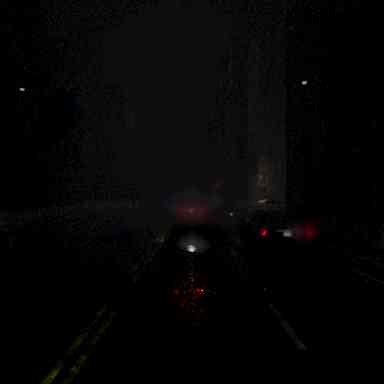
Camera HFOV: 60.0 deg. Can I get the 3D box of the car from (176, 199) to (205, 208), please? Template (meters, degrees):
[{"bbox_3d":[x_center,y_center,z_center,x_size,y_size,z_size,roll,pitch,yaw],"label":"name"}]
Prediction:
[{"bbox_3d":[0.007,1.632,28.418,2.097,1.767,4.553,0,-1,0],"label":"car"}]

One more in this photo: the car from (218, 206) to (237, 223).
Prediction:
[{"bbox_3d":[3.258,1.847,28.566,1.994,1.385,4.181,0,0,1],"label":"car"}]

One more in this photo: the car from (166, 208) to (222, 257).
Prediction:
[{"bbox_3d":[0.015,1.642,13.492,1.837,1.490,4.892,0,0,0],"label":"car"}]

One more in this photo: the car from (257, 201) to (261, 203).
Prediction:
[{"bbox_3d":[20.539,2.648,92.700,4.829,1.417,1.752,1,-1,0],"label":"car"}]

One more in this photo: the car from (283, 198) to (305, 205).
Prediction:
[{"bbox_3d":[25.774,2.415,84.163,5.009,1.841,2.192,1,-1,0],"label":"car"}]

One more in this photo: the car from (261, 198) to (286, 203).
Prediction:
[{"bbox_3d":[20.684,2.576,84.172,4.507,1.381,1.887,1,-1,0],"label":"car"}]

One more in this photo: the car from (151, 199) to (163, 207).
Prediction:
[{"bbox_3d":[-6.558,2.078,63.261,2.128,1.511,4.902,0,0,1],"label":"car"}]

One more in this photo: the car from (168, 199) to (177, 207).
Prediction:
[{"bbox_3d":[-3.312,2.085,63.318,1.837,1.490,4.892,0,0,1],"label":"car"}]

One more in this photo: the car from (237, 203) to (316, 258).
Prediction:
[{"bbox_3d":[3.265,1.486,13.425,2.097,1.767,4.553,0,-1,0],"label":"car"}]
